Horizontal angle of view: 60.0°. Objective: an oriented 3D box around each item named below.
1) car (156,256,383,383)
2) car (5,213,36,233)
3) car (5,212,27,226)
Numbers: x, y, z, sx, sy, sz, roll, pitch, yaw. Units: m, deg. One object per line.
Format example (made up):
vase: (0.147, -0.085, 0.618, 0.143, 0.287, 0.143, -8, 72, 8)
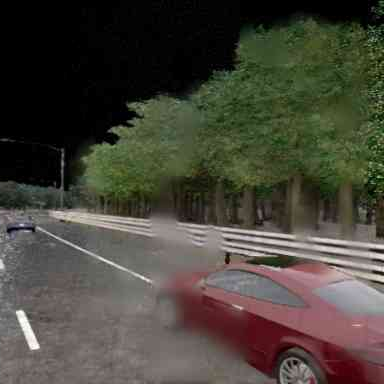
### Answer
car: (1.167, 1.743, 5.150, 1.812, 1.442, 4.674, 2, -2, -34)
car: (-13.617, 2.476, 26.467, 1.994, 1.385, 4.181, 2, -3, -29)
car: (-19.523, 2.969, 36.862, 1.994, 1.385, 4.181, 2, -3, -28)
